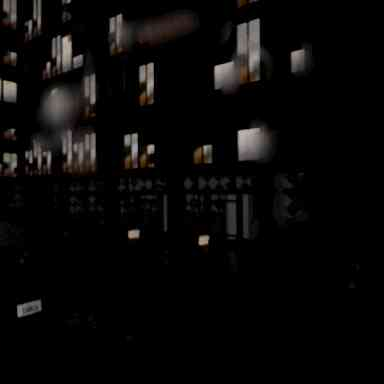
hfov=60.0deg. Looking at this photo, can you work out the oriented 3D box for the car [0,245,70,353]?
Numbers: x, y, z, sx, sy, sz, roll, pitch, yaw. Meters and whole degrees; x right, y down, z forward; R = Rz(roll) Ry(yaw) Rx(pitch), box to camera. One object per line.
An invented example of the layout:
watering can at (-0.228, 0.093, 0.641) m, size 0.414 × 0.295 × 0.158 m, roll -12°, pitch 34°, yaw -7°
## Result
car at (-3.844, 1.586, 5.629) m, size 4.313 × 1.339 × 1.947 m, roll 0°, pitch 0°, yaw 36°
